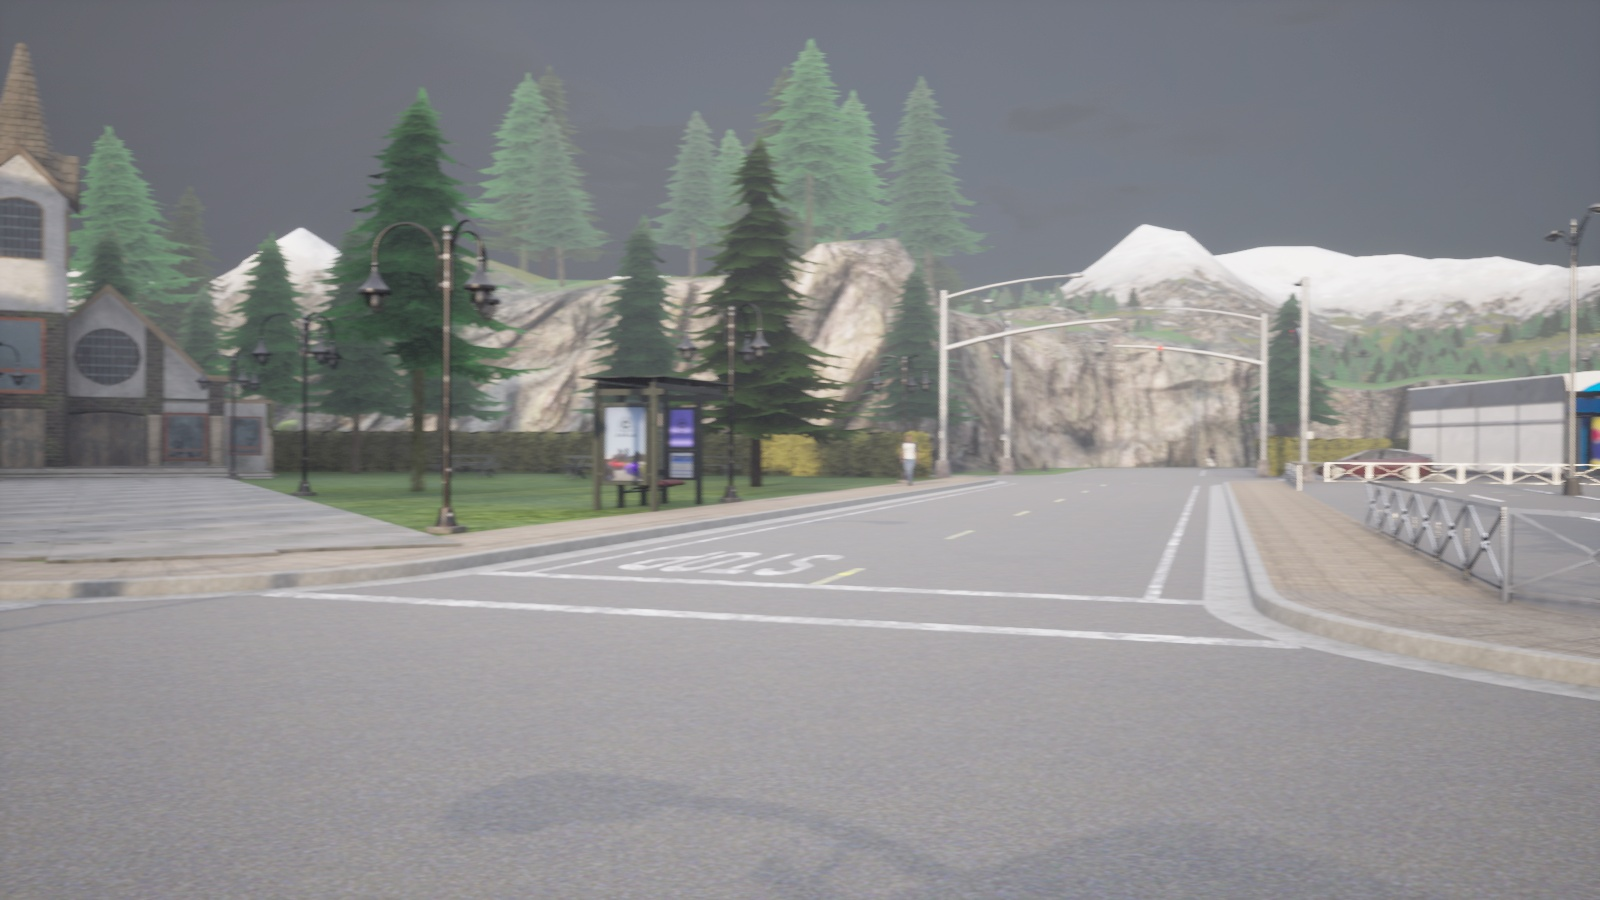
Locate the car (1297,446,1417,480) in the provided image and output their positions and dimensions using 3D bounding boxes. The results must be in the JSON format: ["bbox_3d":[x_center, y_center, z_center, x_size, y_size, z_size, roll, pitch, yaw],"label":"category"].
[{"bbox_3d":[25.159,0.556,56.929,4.792,1.488,2.163,0,0,19],"label":"car"}]

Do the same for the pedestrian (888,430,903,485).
[{"bbox_3d":[3.225,0.257,42.462,0.354,1.836,0.706,0,0,15],"label":"pedestrian"}]
